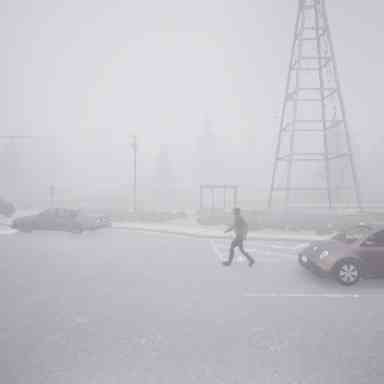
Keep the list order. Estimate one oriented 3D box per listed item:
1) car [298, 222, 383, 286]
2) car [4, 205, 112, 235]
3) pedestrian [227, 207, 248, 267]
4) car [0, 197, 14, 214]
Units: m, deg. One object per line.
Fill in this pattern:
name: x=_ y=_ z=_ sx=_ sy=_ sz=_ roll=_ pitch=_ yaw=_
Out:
car: x=4.890 y=1.521 z=8.735 sx=3.905 sy=1.438 sz=1.784 roll=0 pitch=0 yaw=0
car: x=-7.181 y=1.547 z=18.430 sx=5.357 sy=1.411 sz=2.033 roll=0 pitch=0 yaw=12
pedestrian: x=1.342 y=1.294 z=9.819 sx=0.375 sy=1.860 sz=0.375 roll=0 pitch=0 yaw=-5
car: x=-17.247 y=1.219 z=27.992 sx=2.150 sy=2.045 sz=5.566 roll=0 pitch=0 yaw=1
